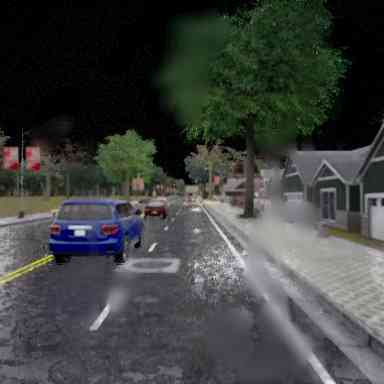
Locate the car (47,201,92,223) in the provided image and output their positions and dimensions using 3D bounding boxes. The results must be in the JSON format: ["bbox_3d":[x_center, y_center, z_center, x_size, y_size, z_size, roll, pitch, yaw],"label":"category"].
[{"bbox_3d":[-9.840,1.540,27.175,1.882,1.535,5.008,0,0,0],"label":"car"}]

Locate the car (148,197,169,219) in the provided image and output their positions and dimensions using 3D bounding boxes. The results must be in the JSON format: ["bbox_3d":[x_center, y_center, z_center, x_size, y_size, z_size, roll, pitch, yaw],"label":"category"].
[{"bbox_3d":[-3.142,1.550,30.362,1.882,1.535,5.008,0,0,0],"label":"car"}]

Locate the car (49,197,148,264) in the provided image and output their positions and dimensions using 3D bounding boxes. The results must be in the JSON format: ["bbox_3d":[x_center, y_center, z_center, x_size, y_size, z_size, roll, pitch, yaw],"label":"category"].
[{"bbox_3d":[-3.147,1.245,12.032,2.150,2.045,5.566,0,0,0],"label":"car"}]

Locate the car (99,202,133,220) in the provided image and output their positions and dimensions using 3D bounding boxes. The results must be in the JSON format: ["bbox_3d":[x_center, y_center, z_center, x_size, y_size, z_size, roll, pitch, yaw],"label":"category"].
[{"bbox_3d":[-6.587,1.633,29.179,1.994,1.385,4.181,0,0,0],"label":"car"}]

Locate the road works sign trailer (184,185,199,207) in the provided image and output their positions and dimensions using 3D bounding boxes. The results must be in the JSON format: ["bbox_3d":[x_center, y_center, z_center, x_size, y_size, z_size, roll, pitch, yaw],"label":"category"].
[{"bbox_3d":[0.015,0.625,54.299,2.380,3.560,2.880,0,0,0],"label":"road works sign trailer"}]

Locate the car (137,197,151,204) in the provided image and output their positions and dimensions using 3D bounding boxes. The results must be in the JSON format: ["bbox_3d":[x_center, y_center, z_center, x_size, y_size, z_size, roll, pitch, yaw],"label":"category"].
[{"bbox_3d":[-9.732,1.751,68.187,2.033,1.411,5.357,0,0,0],"label":"car"}]

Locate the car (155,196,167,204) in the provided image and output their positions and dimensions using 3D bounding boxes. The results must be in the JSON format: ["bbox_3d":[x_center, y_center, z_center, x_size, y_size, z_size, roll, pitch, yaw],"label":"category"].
[{"bbox_3d":[-6.481,1.707,69.999,1.882,1.535,5.008,0,0,0],"label":"car"}]
